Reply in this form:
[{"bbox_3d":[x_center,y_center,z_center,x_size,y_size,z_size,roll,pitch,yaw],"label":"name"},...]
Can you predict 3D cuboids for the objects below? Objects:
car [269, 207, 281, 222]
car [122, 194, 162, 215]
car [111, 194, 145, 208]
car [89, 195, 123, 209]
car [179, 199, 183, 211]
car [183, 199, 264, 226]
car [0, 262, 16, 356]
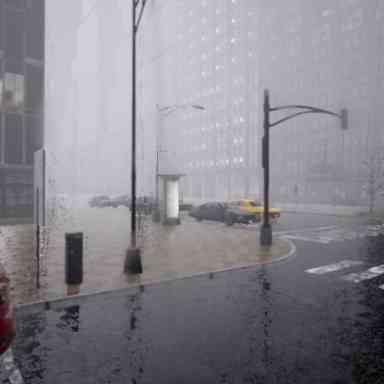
[{"bbox_3d":[4.213,1.302,24.429,1.882,1.535,5.008,0,1,-37],"label":"car"},{"bbox_3d":[-3.998,1.187,30.032,2.128,1.511,4.902,0,1,-37],"label":"car"},{"bbox_3d":[-7.897,1.064,40.743,2.128,1.511,4.902,0,1,-37],"label":"car"},{"bbox_3d":[-10.328,1.111,38.567,2.033,1.411,5.357,0,1,-36],"label":"car"},{"bbox_3d":[-1.703,1.303,32.393,1.895,1.301,4.718,0,1,-37],"label":"car"},{"bbox_3d":[1.931,1.366,22.051,2.033,1.411,5.357,0,1,-37],"label":"car"},{"bbox_3d":[-4.413,1.312,3.035,5.009,1.841,2.192,0,0,-35],"label":"car"}]
